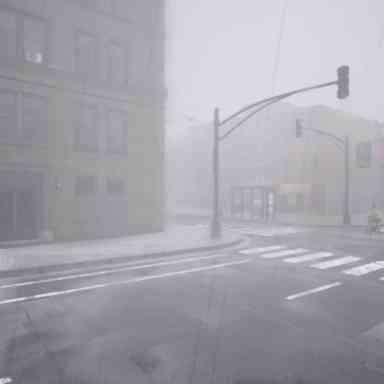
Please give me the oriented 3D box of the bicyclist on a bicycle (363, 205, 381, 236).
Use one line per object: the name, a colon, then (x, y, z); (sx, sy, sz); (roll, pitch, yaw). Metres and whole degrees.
bicyclist on a bicycle: (9.507, 1.486, 17.431); (1.509, 1.612, 0.866); (0, 0, -36)
